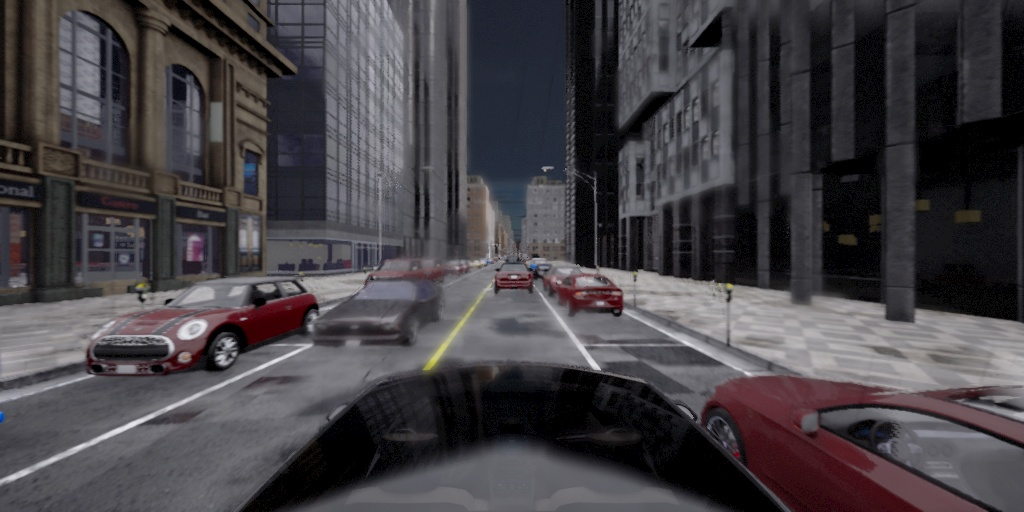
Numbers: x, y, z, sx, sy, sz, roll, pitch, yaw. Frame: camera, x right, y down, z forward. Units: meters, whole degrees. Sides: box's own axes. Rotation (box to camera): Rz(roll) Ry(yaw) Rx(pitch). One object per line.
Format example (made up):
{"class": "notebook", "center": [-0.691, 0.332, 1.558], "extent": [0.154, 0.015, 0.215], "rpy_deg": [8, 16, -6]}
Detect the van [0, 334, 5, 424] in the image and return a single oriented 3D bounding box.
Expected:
{"class": "van", "center": [-5.858, 1.092, 1.802], "extent": [1.690, 1.789, 3.998], "rpy_deg": [0, 0, 0]}

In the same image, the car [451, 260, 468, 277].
{"class": "car", "center": [-5.837, 1.205, 35.638], "extent": [1.967, 1.591, 4.097], "rpy_deg": [0, 0, 0]}

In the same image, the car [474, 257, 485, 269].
{"class": "car", "center": [-5.827, 1.339, 57.989], "extent": [1.751, 1.417, 4.829], "rpy_deg": [0, 0, 1]}

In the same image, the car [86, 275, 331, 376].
{"class": "car", "center": [-5.854, 1.192, 7.441], "extent": [1.967, 1.591, 4.097], "rpy_deg": [0, 0, 0]}

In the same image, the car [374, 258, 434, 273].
{"class": "car", "center": [-5.847, 1.069, 18.721], "extent": [2.192, 1.841, 5.009], "rpy_deg": [0, 0, 0]}

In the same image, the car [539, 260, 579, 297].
{"class": "car", "center": [2.678, 1.192, 18.701], "extent": [1.967, 1.591, 4.097], "rpy_deg": [0, 0, 0]}

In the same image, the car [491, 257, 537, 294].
{"class": "car", "center": [0.112, 1.105, 20.661], "extent": [2.097, 1.767, 4.553], "rpy_deg": [0, 0, 0]}

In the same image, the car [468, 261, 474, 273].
{"class": "car", "center": [-5.833, 1.213, 41.277], "extent": [1.967, 1.591, 4.097], "rpy_deg": [0, 0, 0]}

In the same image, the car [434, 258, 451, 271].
{"class": "car", "center": [-5.844, 1.070, 24.359], "extent": [2.192, 1.841, 5.009], "rpy_deg": [0, 0, 0]}

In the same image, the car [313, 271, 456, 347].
{"class": "car", "center": [-3.048, 1.299, 9.580], "extent": [2.033, 1.411, 5.357], "rpy_deg": [0, 0, 1]}

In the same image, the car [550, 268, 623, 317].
{"class": "car", "center": [2.675, 1.297, 13.063], "extent": [1.888, 1.381, 4.507], "rpy_deg": [0, 0, 0]}

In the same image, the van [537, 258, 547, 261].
{"class": "van", "center": [2.689, 1.104, 35.617], "extent": [1.690, 1.789, 3.998], "rpy_deg": [0, 0, 0]}

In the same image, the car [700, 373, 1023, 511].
{"class": "car", "center": [2.668, 1.332, 1.784], "extent": [1.802, 1.307, 4.207], "rpy_deg": [0, 0, 0]}

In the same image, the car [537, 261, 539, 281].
{"class": "car", "center": [2.685, 1.323, 29.979], "extent": [1.948, 1.339, 4.313], "rpy_deg": [0, 0, 0]}
